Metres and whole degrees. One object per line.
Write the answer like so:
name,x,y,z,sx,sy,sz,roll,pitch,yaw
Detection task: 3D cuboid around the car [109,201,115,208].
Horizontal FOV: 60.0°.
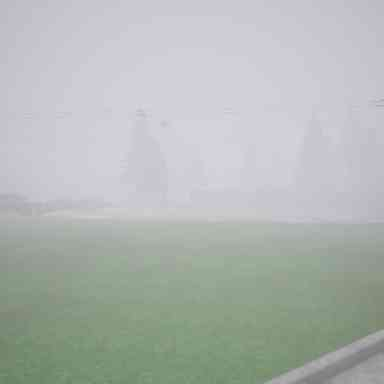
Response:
car,-12.484,1.401,43.083,4.892,1.490,1.837,0,0,8

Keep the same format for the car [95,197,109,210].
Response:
car,-12.564,1.462,39.560,4.181,1.385,1.994,0,0,8

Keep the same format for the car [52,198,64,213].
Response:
car,-15.622,1.497,32.929,4.718,1.301,1.895,0,0,8

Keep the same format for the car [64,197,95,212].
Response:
car,-13.606,1.391,36.173,4.902,1.511,2.128,0,0,8

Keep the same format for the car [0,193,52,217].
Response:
car,-15.776,1.123,29.414,5.566,2.045,2.150,0,0,8
